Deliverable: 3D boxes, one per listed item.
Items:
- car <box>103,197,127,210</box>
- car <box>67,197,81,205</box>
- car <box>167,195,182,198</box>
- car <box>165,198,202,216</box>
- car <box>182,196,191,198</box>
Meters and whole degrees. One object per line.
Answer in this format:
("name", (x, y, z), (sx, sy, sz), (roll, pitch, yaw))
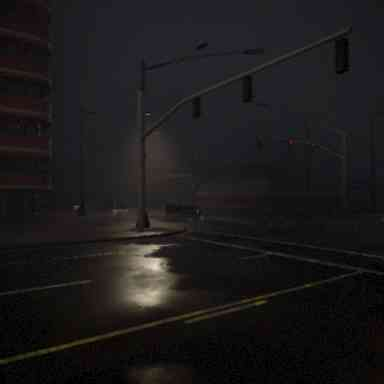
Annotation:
("car", (-10.966, 1.519, 47.325), (2.097, 1.767, 4.553), (0, 0, -37))
("car", (-21.853, 1.721, 62.120), (2.128, 1.511, 4.902), (0, 0, -37))
("car", (-3.542, 1.427, 77.334), (4.611, 1.667, 2.242), (0, 0, -35))
("car", (-0.909, 1.637, 33.789), (2.128, 1.511, 4.902), (0, 0, -37))
("car", (0.430, 1.579, 73.113), (3.806, 1.475, 1.970), (0, 0, -35))
